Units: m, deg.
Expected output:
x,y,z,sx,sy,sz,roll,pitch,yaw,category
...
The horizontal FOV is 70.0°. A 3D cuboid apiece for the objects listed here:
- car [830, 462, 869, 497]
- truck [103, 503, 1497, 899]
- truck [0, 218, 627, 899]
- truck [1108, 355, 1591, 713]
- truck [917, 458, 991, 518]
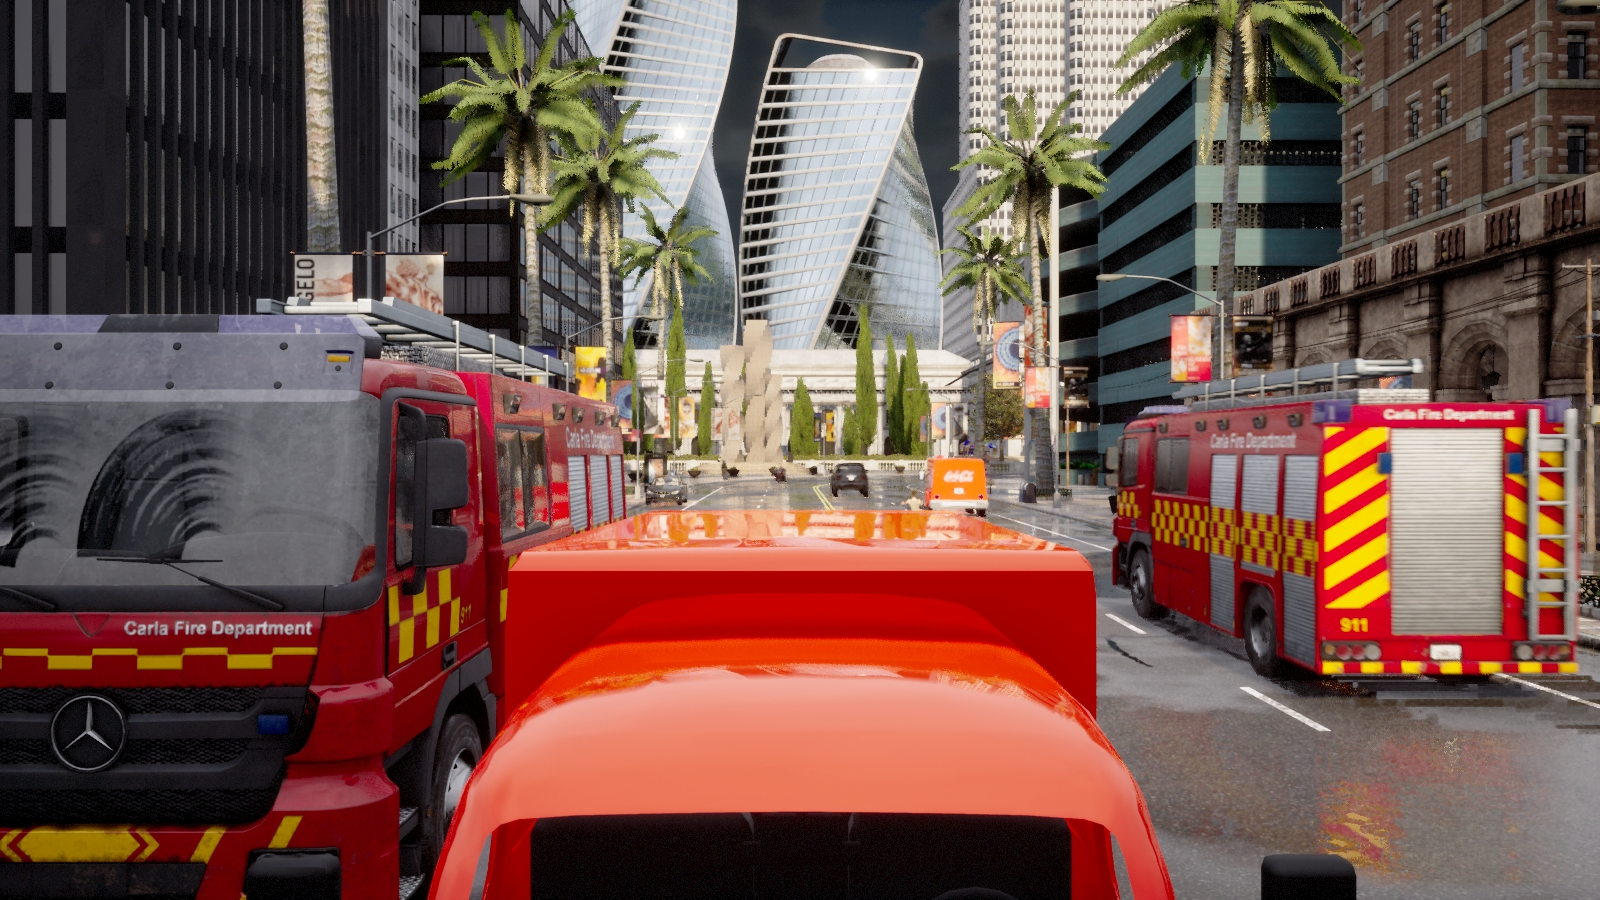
x,y,z,sx,sy,sz,roll,pitch,yaw,category
3.038,1.805,70.948,2.150,2.045,5.566,0,0,-1,car
-0.001,1.571,4.755,2.627,2.467,5.204,0,0,0,truck
-3.491,0.895,9.272,2.891,3.827,8.468,0,0,0,truck
7.017,0.897,16.440,2.891,3.827,8.468,0,0,0,truck
6.642,1.586,49.786,2.627,2.467,5.204,0,0,1,truck
